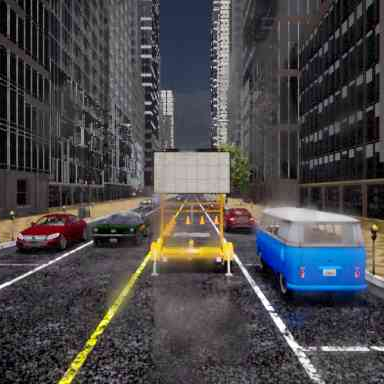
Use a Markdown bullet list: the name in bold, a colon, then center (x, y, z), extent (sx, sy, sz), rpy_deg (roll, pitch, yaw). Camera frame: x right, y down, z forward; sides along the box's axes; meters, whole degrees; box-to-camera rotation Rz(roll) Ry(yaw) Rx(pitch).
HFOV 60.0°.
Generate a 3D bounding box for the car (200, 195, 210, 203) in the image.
- **car**: center (2.672, 1.401, 70.963), extent (1.967, 1.590, 4.097), rpy_deg (0, 0, 0)

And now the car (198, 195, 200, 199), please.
- **car**: center (2.673, 1.410, 65.271), extent (1.967, 1.590, 4.097), rpy_deg (0, 0, 0)

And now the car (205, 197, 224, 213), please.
- **car**: center (2.680, 1.581, 36.808), extent (1.802, 1.307, 4.206), rpy_deg (0, 0, 0)

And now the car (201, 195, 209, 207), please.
- **car**: center (2.678, 1.544, 48.193), extent (2.008, 1.369, 4.403), rpy_deg (0, 0, 0)

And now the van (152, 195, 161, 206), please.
- **van**: center (-5.704, 1.328, 53.887), extent (1.690, 1.788, 3.998), rpy_deg (0, 0, 0)

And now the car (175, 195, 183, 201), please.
- **car**: center (-3.023, 1.439, 79.299), extent (2.128, 1.511, 4.902), rpy_deg (0, 0, 0)

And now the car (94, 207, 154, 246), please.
- **car**: center (-3.104, 1.600, 15.345), extent (1.895, 1.301, 4.718), rpy_deg (0, 0, 0)

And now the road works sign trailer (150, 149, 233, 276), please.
- **road works sign trailer**: center (-0.003, 0.464, 10.365), extent (2.380, 3.560, 2.880), rpy_deg (0, 0, 0)

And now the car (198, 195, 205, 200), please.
- **car**: center (2.666, 1.462, 93.733), extent (1.887, 1.381, 4.507), rpy_deg (0, 0, 0)

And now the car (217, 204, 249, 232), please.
- **car**: center (2.685, 1.581, 19.731), extent (1.802, 1.307, 4.206), rpy_deg (0, 0, 0)

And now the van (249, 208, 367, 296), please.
- **van**: center (2.688, 1.341, 8.347), extent (1.690, 1.788, 3.998), rpy_deg (0, 0, 0)

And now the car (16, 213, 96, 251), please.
- **car**: center (-5.695, 1.582, 14.039), extent (1.802, 1.307, 4.206), rpy_deg (0, 0, 0)

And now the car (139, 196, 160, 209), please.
- **car**: center (-5.702, 1.548, 42.502), extent (2.008, 1.369, 4.403), rpy_deg (0, 0, 0)

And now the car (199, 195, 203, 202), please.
- **car**: center (2.676, 1.538, 53.886), extent (2.008, 1.369, 4.403), rpy_deg (0, 0, 0)
